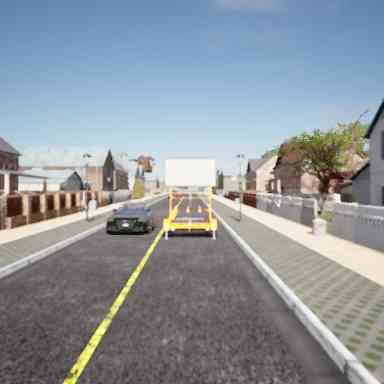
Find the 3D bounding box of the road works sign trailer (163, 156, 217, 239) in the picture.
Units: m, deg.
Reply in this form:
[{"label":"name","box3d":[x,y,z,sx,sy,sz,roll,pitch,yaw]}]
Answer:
[{"label":"road works sign trailer","box3d":[-0.078,0.167,15.329,2.380,3.560,2.880,0,1,0]}]

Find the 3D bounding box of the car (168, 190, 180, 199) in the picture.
[{"label":"car","box3d":[-3.141,0.431,59.274,1.882,1.535,5.008,0,1,0]}]

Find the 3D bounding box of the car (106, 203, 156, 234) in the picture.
[{"label":"car","box3d":[-2.947,1.242,16.679,1.994,1.385,4.181,0,1,0]}]
